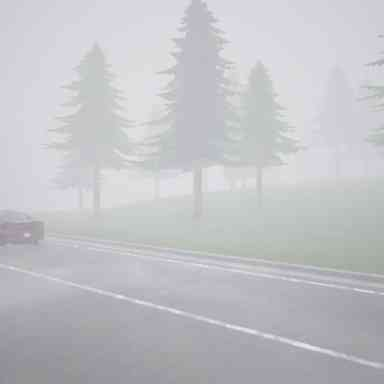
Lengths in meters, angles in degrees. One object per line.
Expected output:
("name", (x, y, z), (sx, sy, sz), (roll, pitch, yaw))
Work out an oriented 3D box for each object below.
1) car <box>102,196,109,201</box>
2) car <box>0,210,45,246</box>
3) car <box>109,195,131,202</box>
("car", (-19.600, 1.532, 81.900), (2.033, 1.411, 5.357), (0, 0, 35))
("car", (-8.269, 1.482, 14.066), (5.008, 1.535, 1.882), (0, 0, 36))
("car", (-16.734, 1.518, 79.892), (2.128, 1.511, 4.902), (0, 0, 35))
